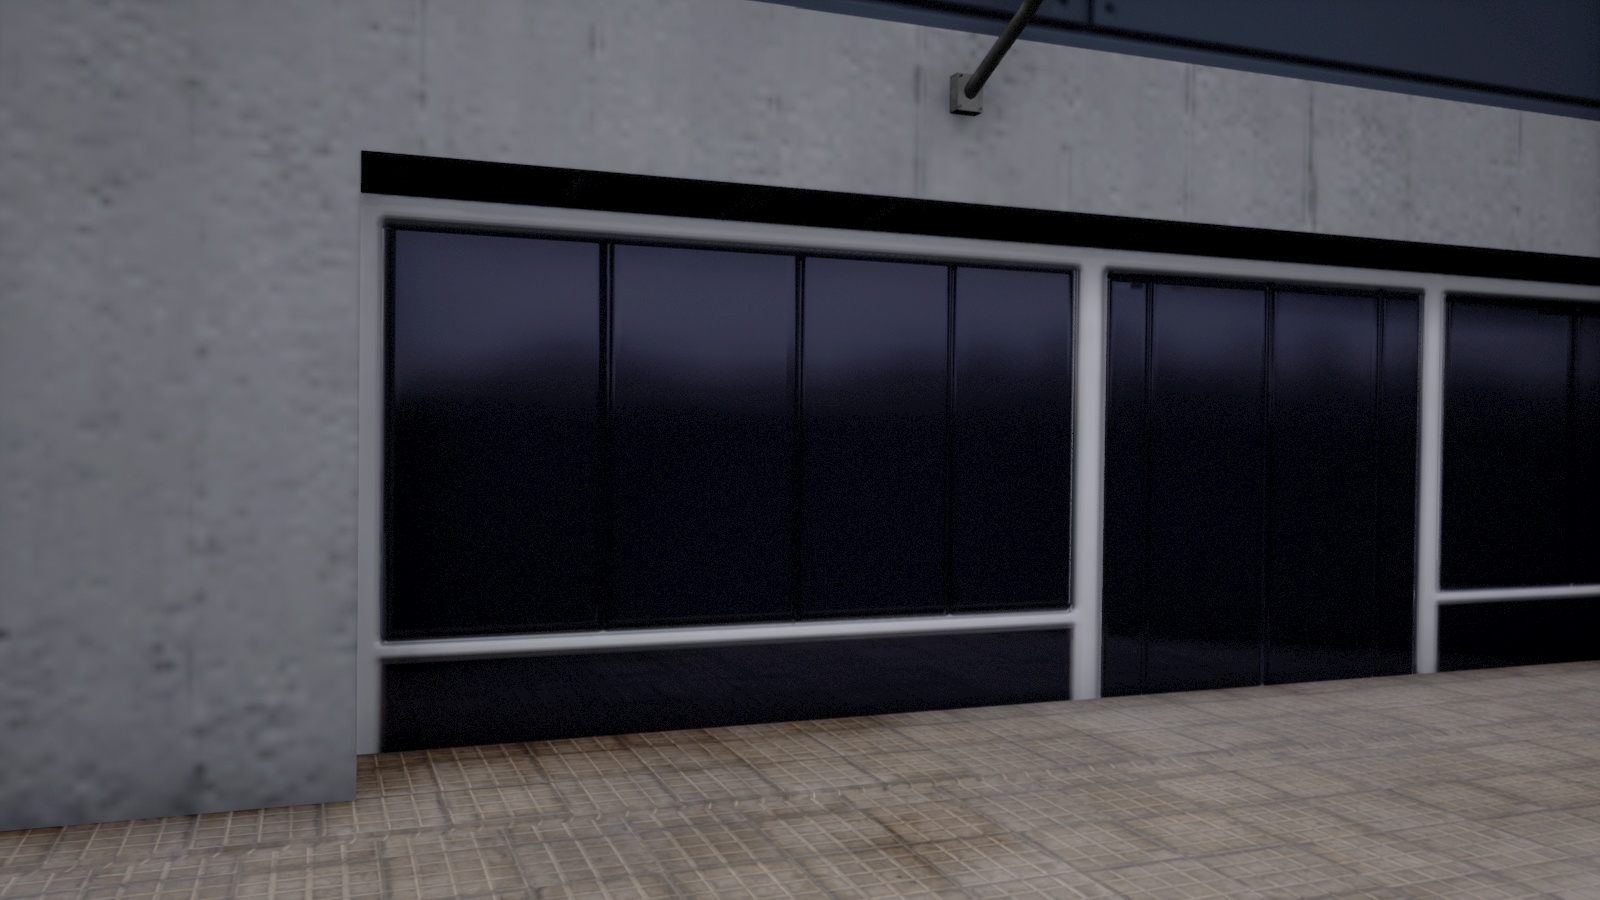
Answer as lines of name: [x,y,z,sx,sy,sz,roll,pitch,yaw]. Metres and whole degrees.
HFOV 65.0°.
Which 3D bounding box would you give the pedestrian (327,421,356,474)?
pedestrian: [-16.403,-0.093,44.925,0.849,1.883,0.563,-1,1,-34]
